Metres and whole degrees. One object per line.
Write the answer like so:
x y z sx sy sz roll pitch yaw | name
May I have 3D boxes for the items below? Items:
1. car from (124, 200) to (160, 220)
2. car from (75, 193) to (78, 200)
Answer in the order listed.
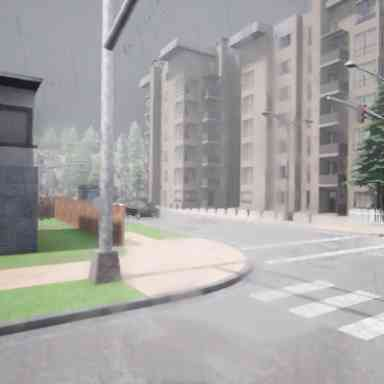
-4.448 1.507 29.117 1.882 1.535 5.008 1 0 -31 | car
-15.196 1.158 47.366 2.150 2.045 5.566 1 0 -31 | car
